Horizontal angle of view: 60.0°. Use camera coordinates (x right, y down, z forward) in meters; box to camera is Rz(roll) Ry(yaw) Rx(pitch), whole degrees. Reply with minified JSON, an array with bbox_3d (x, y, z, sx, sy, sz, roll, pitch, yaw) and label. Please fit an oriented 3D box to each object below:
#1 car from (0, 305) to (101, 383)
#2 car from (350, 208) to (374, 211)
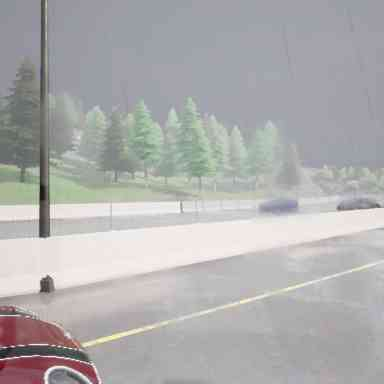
[{"bbox_3d":[-2.802,1.352,1.847,4.553,1.767,2.097,0,0,-35],"label":"car"},{"bbox_3d":[16.108,1.351,31.491,4.553,1.767,2.097,0,0,-45],"label":"car"}]
